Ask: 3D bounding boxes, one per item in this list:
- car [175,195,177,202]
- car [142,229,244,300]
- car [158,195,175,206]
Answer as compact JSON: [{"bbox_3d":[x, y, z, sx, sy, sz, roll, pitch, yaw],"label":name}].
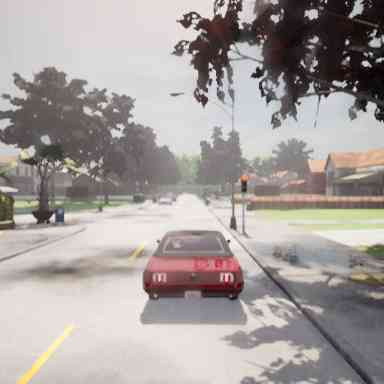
[{"bbox_3d":[-4.090,1.266,67.619,2.128,1.511,4.902,0,0,0],"label":"car"},{"bbox_3d":[0.042,1.572,8.251,1.895,1.301,4.718,0,0,1],"label":"car"},{"bbox_3d":[-4.142,1.349,51.849,1.812,1.442,4.674,0,0,0],"label":"car"}]
